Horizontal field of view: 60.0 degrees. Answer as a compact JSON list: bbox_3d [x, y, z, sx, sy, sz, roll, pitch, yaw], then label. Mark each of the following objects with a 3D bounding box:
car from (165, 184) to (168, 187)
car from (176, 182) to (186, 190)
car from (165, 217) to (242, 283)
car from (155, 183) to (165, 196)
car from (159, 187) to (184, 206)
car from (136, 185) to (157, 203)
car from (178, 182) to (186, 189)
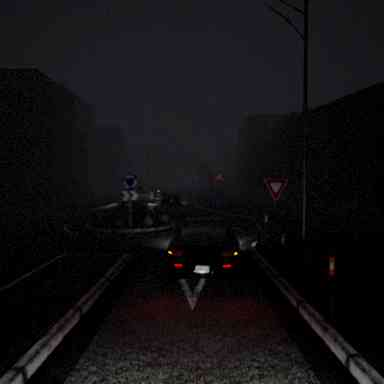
[{"bbox_3d":[-5.387,-0.816,61.528,2.128,1.511,4.902,0,3,0],"label":"car"},{"bbox_3d":[-2.396,-1.094,70.134,1.895,1.301,4.718,0,2,0],"label":"car"},{"bbox_3d":[0.370,1.421,9.326,1.812,1.442,4.674,0,1,4],"label":"car"},{"bbox_3d":[-5.416,-0.209,47.764,2.097,1.767,4.553,0,3,0],"label":"car"},{"bbox_3d":[-2.059,0.547,33.975,1.882,1.535,5.008,0,2,-2],"label":"car"},{"bbox_3d":[-5.415,0.378,37.960,1.812,1.442,4.674,0,4,-1],"label":"car"},{"bbox_3d":[-2.428,-1.631,80.430,1.882,1.535,5.008,0,2,0],"label":"car"}]
